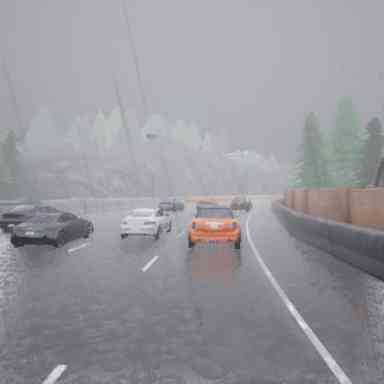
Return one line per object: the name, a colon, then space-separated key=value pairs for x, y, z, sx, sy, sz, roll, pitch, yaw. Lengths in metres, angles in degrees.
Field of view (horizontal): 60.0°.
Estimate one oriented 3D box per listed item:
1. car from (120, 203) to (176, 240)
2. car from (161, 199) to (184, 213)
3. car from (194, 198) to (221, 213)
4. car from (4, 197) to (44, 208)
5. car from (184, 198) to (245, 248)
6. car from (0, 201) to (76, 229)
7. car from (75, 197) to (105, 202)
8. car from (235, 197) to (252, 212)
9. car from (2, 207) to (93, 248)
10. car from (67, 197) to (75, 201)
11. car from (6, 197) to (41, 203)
car: x=-2.233 y=1.516 z=16.888 sx=1.812 sy=1.442 sz=4.674 roll=0 pitch=0 yaw=7
car: x=-2.156 y=1.477 z=36.160 sx=2.128 sy=1.511 sz=4.902 roll=0 pitch=0 yaw=14
car: x=1.826 y=1.487 z=37.541 sx=2.128 sy=1.511 sz=4.902 roll=0 pitch=0 yaw=15
car: x=-24.391 y=1.472 z=48.498 sx=2.033 sy=1.411 sz=5.357 roll=0 pitch=0 yaw=16
car: x=1.076 y=1.351 z=14.916 sx=2.097 sy=1.767 sz=4.553 roll=0 pitch=0 yaw=6
car: x=-8.945 y=1.477 z=19.411 sx=1.837 sy=1.490 sz=4.892 roll=0 pitch=0 yaw=8
car: x=-13.933 y=1.478 z=46.751 sx=1.812 sy=1.442 sz=4.674 roll=0 pitch=0 yaw=17
car: x=5.792 y=1.358 z=38.720 sx=2.097 sy=1.767 sz=4.553 roll=0 pitch=0 yaw=16
car: x=-5.982 y=1.545 z=14.700 sx=1.994 sy=1.385 sz=4.181 roll=0 pitch=0 yaw=6
car: x=-16.926 y=1.470 z=48.901 sx=1.812 sy=1.442 sz=4.674 roll=0 pitch=0 yaw=18
car: x=-22.011 y=1.496 z=43.902 sx=1.994 sy=1.385 sz=4.181 roll=0 pitch=0 yaw=16
